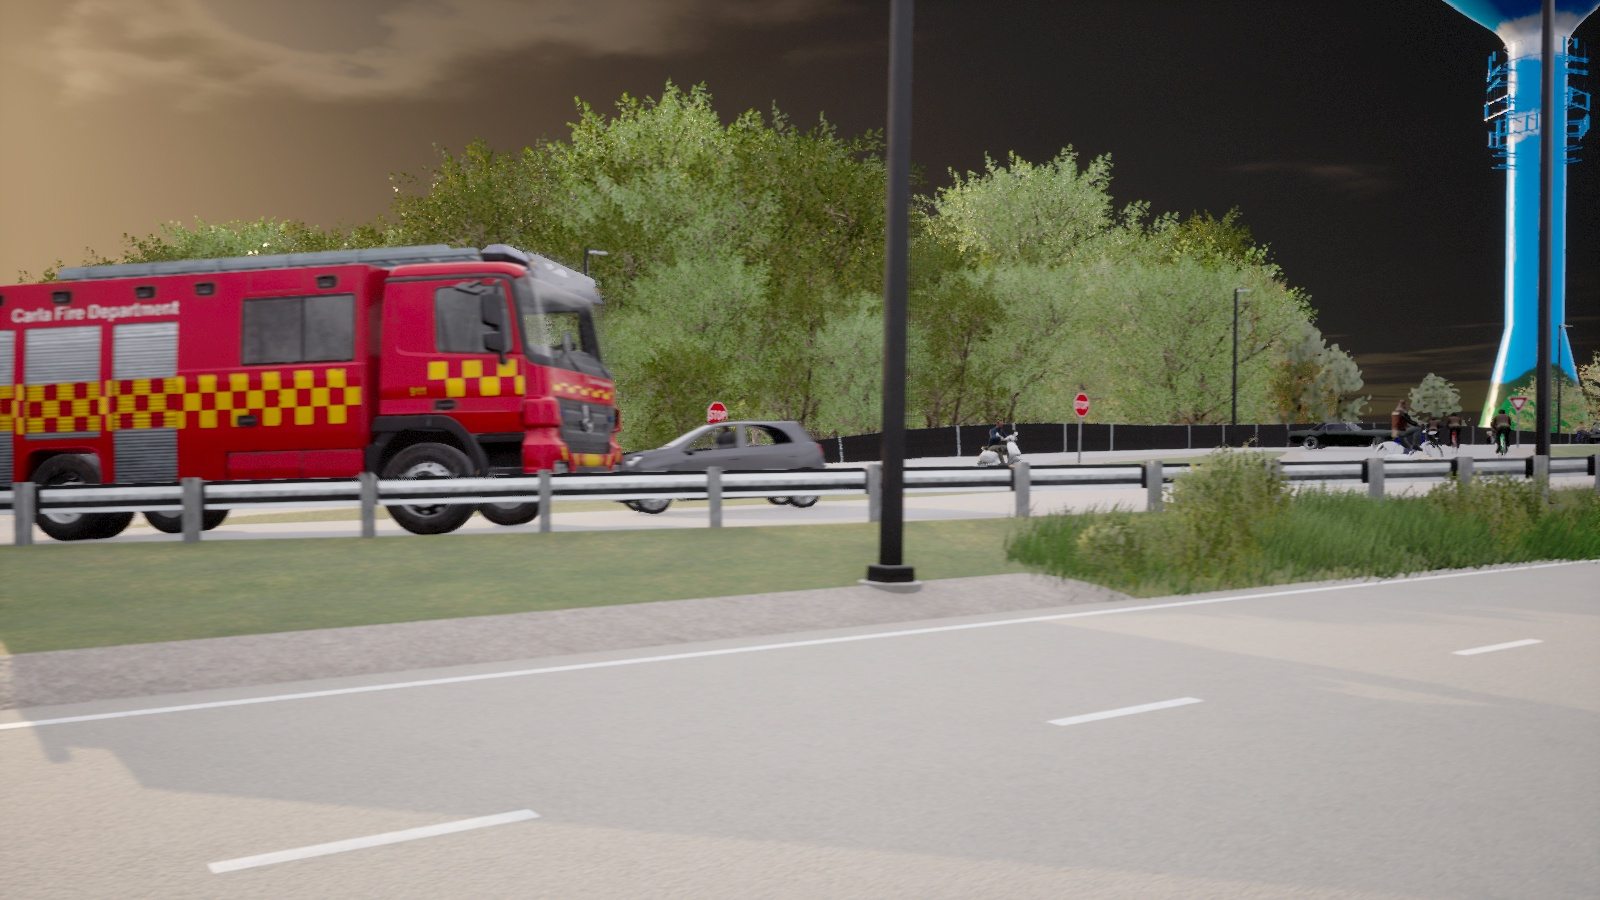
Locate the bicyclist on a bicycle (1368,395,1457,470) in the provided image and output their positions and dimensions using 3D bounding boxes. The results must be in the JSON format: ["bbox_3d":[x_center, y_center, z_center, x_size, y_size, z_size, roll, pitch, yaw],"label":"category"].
[{"bbox_3d":[14.964,-0.414,30.694,1.843,1.776,0.659,-1,-1,-9],"label":"bicyclist on a bicycle"}]

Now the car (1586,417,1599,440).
[{"bbox_3d":[51.953,-1.377,79.774,3.806,1.475,1.970,-1,0,-32],"label":"car"}]

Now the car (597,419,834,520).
[{"bbox_3d":[-1.463,0.305,21.173,3.633,1.501,1.845,-2,0,-16],"label":"car"}]

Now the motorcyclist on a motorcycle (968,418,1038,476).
[{"bbox_3d":[5.751,-0.087,35.704,0.866,1.590,1.817,-2,1,-37],"label":"motorcyclist on a motorcycle"}]

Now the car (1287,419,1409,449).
[{"bbox_3d":[24.902,-0.740,57.152,4.718,1.301,1.895,1,2,40],"label":"car"}]

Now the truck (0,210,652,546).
[{"bbox_3d":[-6.560,-0.764,17.002,8.468,3.827,2.891,-2,-1,11],"label":"truck"}]

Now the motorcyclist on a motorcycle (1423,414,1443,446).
[{"bbox_3d":[30.284,-0.957,60.059,0.797,1.523,2.044,0,1,28],"label":"motorcyclist on a motorcycle"}]
